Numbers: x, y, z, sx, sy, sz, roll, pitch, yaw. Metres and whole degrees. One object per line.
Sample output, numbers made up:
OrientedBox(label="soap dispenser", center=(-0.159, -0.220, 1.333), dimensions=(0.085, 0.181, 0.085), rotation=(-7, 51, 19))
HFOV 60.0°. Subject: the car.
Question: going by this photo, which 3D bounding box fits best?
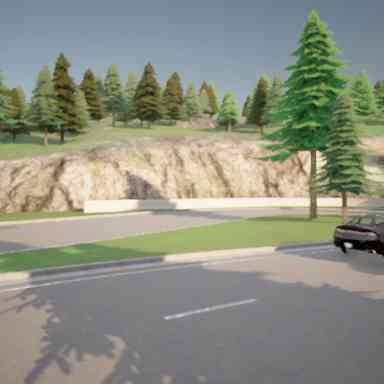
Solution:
OrientedBox(label="car", center=(7.233, 1.507, 11.805), dimensions=(4.902, 1.511, 2.128), rotation=(0, 0, -26))
